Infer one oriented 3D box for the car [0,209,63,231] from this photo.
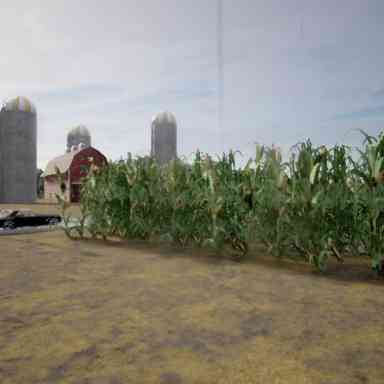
[{"bbox_3d":[-10.990,1.756,21.837,1.895,1.301,4.718,1,0,36],"label":"car"}]
